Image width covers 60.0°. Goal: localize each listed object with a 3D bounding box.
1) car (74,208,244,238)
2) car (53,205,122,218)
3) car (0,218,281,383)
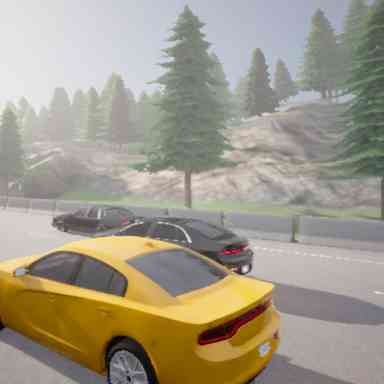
[{"bbox_3d":[-0.769,1.412,8.839,4.892,1.490,1.837,2,1,35],"label":"car"},{"bbox_3d":[-4.410,1.314,15.737,5.357,1.411,2.033,2,1,35],"label":"car"},{"bbox_3d":[-1.253,1.416,4.886,5.008,1.535,1.882,1,1,35],"label":"car"}]
